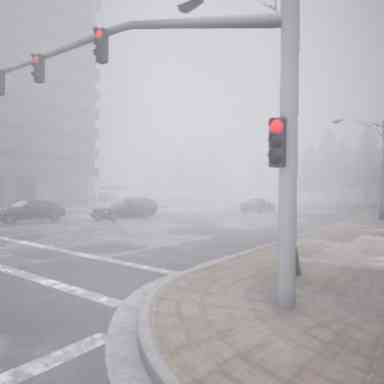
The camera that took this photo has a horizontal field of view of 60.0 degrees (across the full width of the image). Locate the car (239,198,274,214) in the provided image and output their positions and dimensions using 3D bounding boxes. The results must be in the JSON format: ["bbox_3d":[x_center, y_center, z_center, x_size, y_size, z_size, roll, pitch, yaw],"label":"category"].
[{"bbox_3d":[6.436,1.328,32.721,2.033,1.411,5.357,1,1,32],"label":"car"}]

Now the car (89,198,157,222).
[{"bbox_3d":[-4.758,1.325,23.175,1.895,1.301,4.718,1,1,36],"label":"car"}]

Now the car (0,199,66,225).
[{"bbox_3d":[-10.422,1.193,21.319,1.812,1.442,4.674,1,1,36],"label":"car"}]
